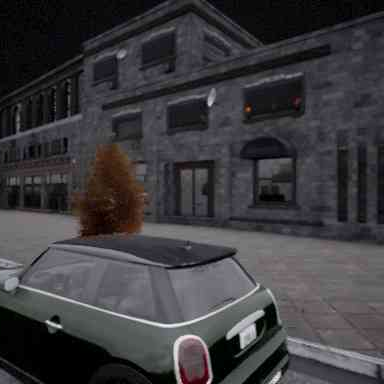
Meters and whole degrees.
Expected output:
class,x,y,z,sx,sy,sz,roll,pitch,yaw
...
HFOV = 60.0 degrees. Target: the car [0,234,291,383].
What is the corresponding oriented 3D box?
class,x,y,z,sx,sy,sz,roll,pitch,yaw
car,-1.186,1.355,4.354,4.553,1.767,2.097,0,0,36
